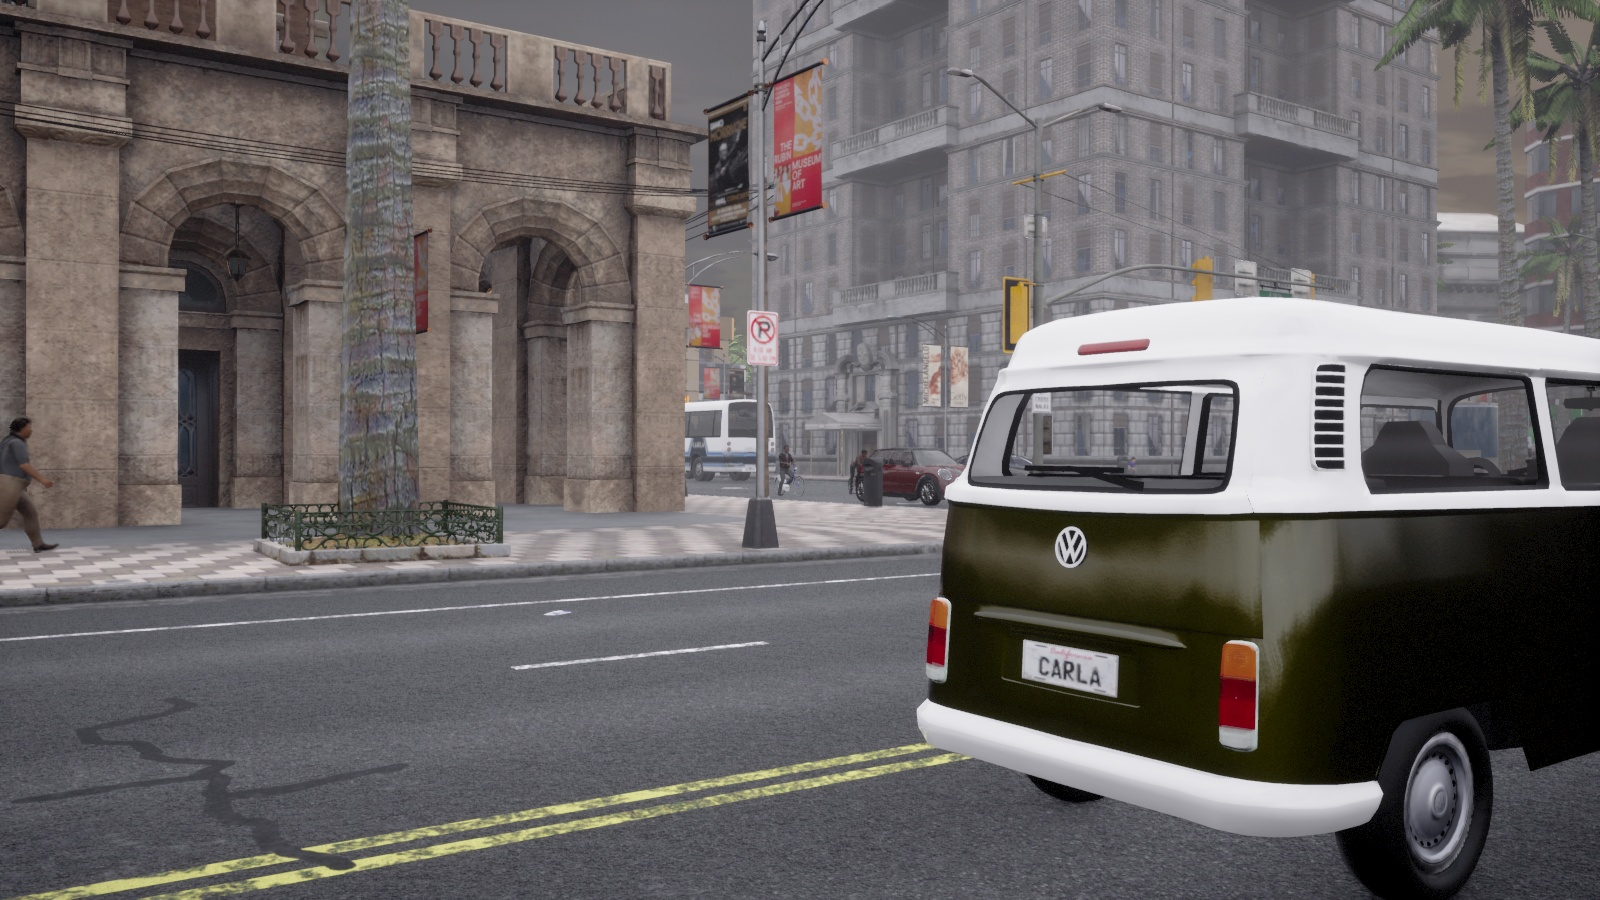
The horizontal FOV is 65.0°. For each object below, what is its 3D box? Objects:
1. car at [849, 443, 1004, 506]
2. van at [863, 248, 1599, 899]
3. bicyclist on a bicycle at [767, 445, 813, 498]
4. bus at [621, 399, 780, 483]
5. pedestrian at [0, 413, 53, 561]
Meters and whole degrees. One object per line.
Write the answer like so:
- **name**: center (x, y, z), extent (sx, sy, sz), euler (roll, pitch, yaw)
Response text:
- **car**: center (3.674, 0.687, 37.230), extent (2.097, 1.767, 4.553), euler (0, 0, -35)
- **van**: center (2.684, 0.476, 5.517), extent (4.480, 2.038, 2.069), euler (0, 0, -35)
- **bicyclist on a bicycle**: center (-0.353, 0.721, 42.982), extent (0.659, 1.776, 1.843), euler (0, 0, -35)
- **bus**: center (-5.665, -0.451, 68.777), extent (3.944, 4.253, 10.273), euler (0, 0, -36)
- **pedestrian**: center (-9.997, 0.462, 16.088), extent (0.694, 1.848, 0.540), euler (0, 0, -35)
